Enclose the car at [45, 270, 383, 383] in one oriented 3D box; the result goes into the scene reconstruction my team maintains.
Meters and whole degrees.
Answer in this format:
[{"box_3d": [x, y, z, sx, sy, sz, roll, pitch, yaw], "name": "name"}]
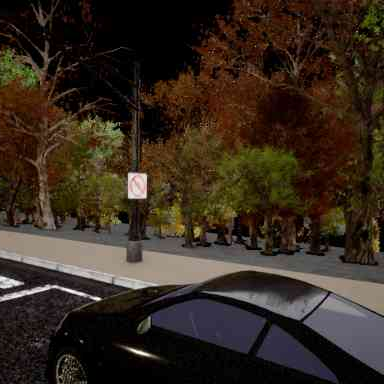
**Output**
[{"box_3d": [0.374, 1.564, 3.420, 4.181, 1.385, 1.994, 0, 0, 36], "name": "car"}]
